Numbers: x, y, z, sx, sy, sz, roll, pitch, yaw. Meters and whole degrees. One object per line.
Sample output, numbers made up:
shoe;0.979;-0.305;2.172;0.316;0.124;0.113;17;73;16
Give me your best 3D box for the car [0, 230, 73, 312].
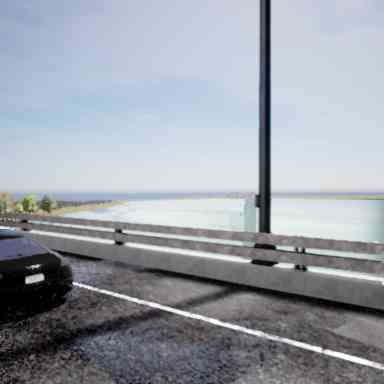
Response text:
car;-4.495;1.540;7.238;4.181;1.385;1.994;0;0;36
